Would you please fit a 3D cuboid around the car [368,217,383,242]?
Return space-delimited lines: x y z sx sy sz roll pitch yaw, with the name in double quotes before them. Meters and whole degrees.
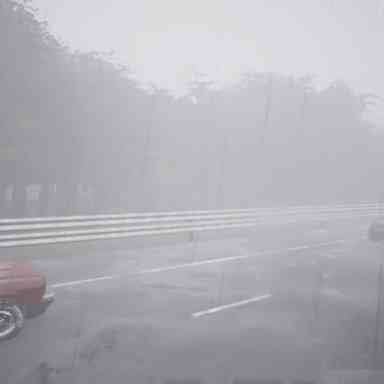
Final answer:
"car" 9.845 1.563 15.068 4.181 1.385 1.994 0 0 -36

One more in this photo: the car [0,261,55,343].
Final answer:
"car" -4.593 1.573 4.770 4.718 1.301 1.895 1 0 -36
